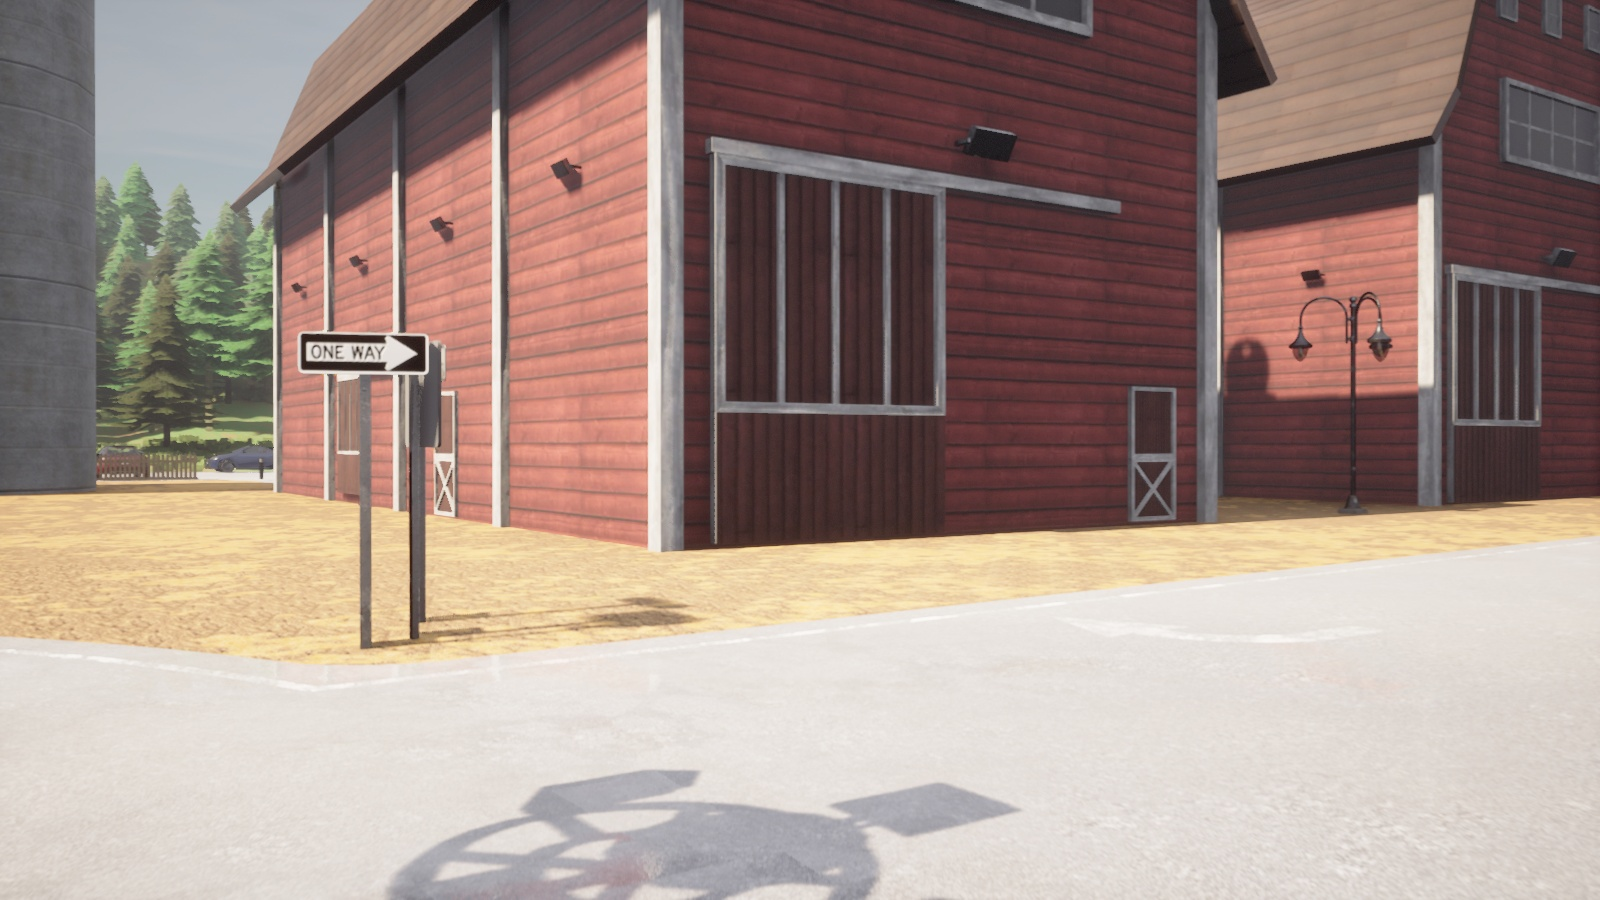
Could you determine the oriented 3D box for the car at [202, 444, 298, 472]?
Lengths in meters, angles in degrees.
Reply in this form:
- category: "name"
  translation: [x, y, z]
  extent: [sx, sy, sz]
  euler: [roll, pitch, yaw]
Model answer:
- category: "car"
  translation: [-27.864, 0.404, 63.634]
  extent: [4.181, 1.385, 1.994]
  euler: [0, 0, -33]
